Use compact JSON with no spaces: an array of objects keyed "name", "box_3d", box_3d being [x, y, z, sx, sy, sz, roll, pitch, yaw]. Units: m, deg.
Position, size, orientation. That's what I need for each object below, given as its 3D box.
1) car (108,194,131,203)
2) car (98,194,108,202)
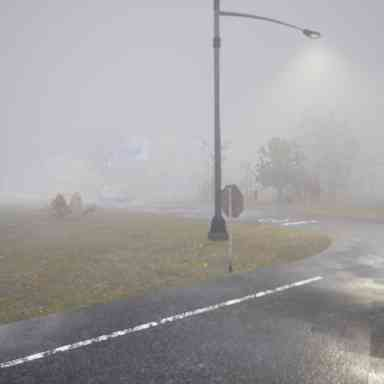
[{"name":"car","box_3d":[-11.937,1.147,55.571,1.895,1.301,4.718,-1,1,-33]},{"name":"car","box_3d":[-15.765,1.057,61.253,1.812,1.442,4.674,-1,1,-34]}]
